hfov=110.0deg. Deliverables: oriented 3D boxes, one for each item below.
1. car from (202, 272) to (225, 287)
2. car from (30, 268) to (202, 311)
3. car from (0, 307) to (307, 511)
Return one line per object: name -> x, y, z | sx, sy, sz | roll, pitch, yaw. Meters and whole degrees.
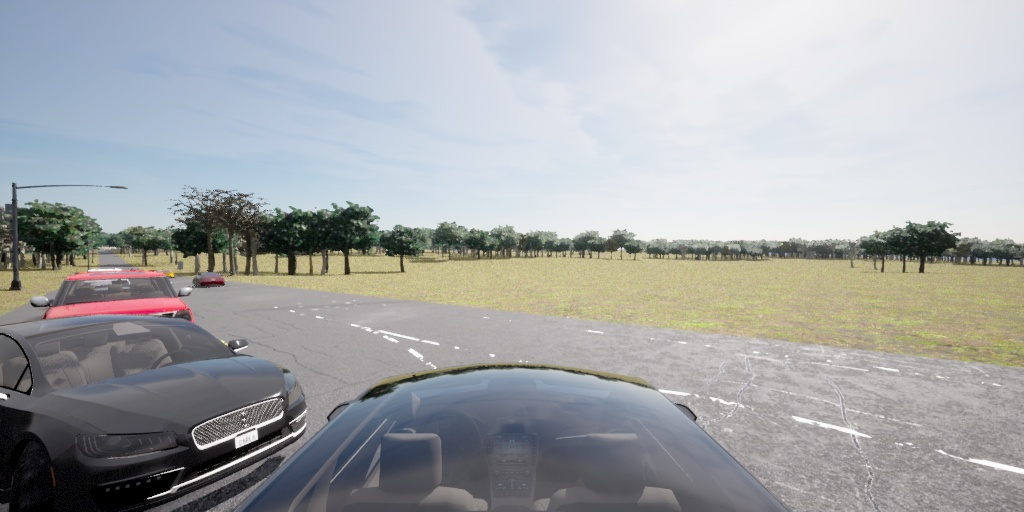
car -> -30.763, 2.327, 36.357 | 4.181, 1.385, 1.994 | -2, 0, 41
car -> -9.463, 1.384, 8.636 | 5.566, 2.045, 2.150 | -2, 0, 41
car -> -4.557, 1.445, 3.985 | 4.892, 1.490, 1.837 | -3, -3, 21
